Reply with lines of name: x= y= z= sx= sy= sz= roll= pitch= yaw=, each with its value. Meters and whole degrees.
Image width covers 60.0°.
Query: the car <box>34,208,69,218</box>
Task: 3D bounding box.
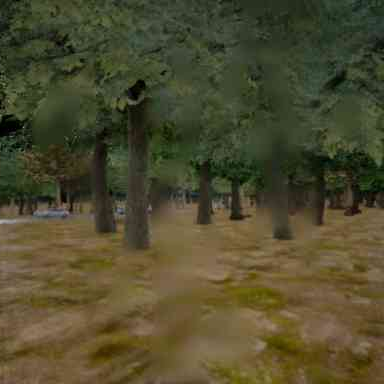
car: x=-19.317 y=2.918 z=45.813 sx=1.895 sy=1.301 sz=4.718 roll=0 pitch=-2 yaw=23

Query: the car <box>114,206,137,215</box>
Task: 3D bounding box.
car: x=-12.518 y=3.445 z=63.058 sx=2.128 sy=1.511 sz=4.902 roll=0 pitch=-2 yaw=20

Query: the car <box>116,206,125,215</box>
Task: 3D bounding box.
car: x=-10.909 y=3.354 z=58.628 sx=1.994 sy=1.385 sz=4.181 roll=0 pitch=-2 yaw=20

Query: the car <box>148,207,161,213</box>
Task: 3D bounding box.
car: x=-7.771 y=3.665 z=67.578 sx=1.994 sy=1.385 sz=4.181 roll=0 pitch=-2 yaw=18
